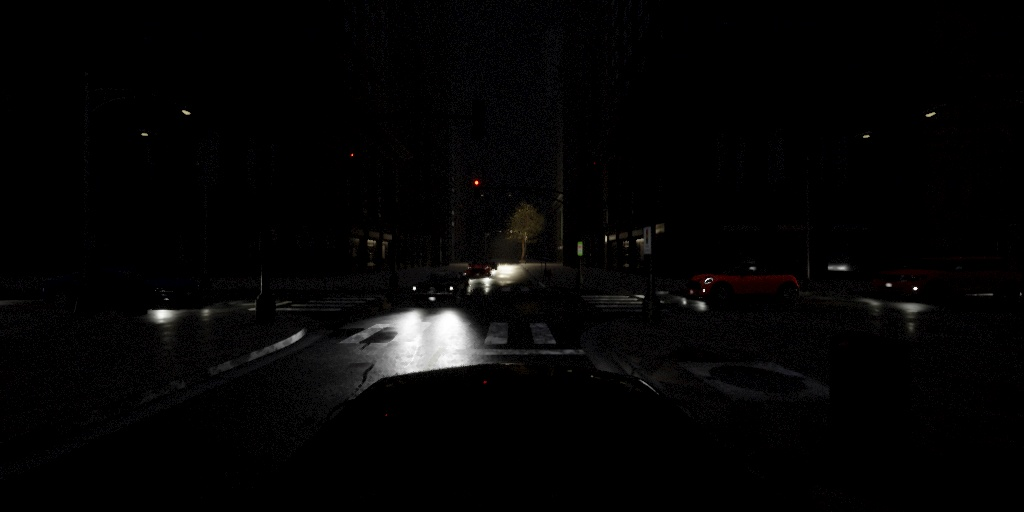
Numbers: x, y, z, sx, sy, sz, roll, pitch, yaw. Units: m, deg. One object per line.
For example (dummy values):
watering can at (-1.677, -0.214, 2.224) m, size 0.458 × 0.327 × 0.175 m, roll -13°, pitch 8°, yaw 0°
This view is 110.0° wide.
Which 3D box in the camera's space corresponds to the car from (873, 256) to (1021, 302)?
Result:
car at (20.690, 1.034, 17.034) m, size 5.566 × 2.045 × 2.150 m, roll 0°, pitch 0°, yaw 1°

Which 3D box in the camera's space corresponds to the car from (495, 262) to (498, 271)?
car at (-3.056, 1.318, 50.055) m, size 1.994 × 1.385 × 4.181 m, roll 0°, pitch 0°, yaw 0°

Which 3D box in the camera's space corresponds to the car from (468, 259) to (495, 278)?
car at (-3.079, 1.095, 34.438) m, size 2.097 × 1.767 × 4.553 m, roll 0°, pitch 0°, yaw 0°

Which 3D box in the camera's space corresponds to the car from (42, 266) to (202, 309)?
car at (-14.903, 1.174, 13.862) m, size 5.008 × 1.535 × 1.882 m, roll 0°, pitch 0°, yaw 2°

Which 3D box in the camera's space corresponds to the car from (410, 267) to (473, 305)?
car at (-3.089, 1.346, 16.126) m, size 1.895 × 1.301 × 4.718 m, roll 0°, pitch 0°, yaw 0°

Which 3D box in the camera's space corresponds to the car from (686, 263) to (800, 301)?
car at (10.789, 1.134, 17.048) m, size 4.553 × 1.767 × 2.097 m, roll 0°, pitch 0°, yaw 0°
